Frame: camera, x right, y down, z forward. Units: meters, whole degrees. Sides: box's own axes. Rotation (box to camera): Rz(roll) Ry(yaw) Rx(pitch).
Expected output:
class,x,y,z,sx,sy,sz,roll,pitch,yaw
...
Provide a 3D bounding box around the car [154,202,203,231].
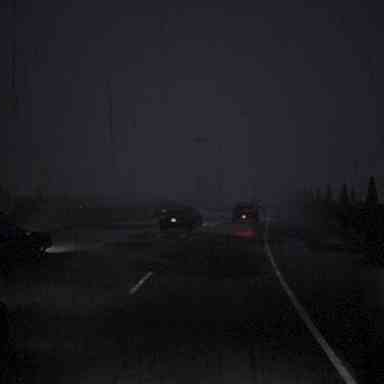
class,x,y,z,sx,sy,sz,roll,pitch,yaw
car,-0.593,1.558,20.644,1.994,1.385,4.181,0,0,13

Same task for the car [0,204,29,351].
class,x,y,z,sx,sy,sz,roll,pitch,yaw
car,-3.290,1.210,1.547,2.150,2.045,5.566,0,0,2

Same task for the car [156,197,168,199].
class,x,y,z,sx,sy,sz,roll,pitch,yaw
car,-4.593,1.559,49.956,1.837,1.490,4.892,0,-1,14

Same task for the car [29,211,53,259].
class,x,y,z,sx,sy,sz,roll,pitch,yaw
car,-6.205,1.523,9.580,2.033,1.411,5.357,0,0,7

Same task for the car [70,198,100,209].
class,x,y,z,sx,sy,sz,roll,pitch,yaw
car,-13.602,1.512,42.559,1.837,1.490,4.892,0,-1,14

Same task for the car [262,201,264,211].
class,x,y,z,sx,sy,sz,roll,pitch,yaw
car,8.049,1.587,42.072,1.812,1.442,4.674,0,0,13

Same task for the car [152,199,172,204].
class,x,y,z,sx,sy,sz,roll,pitch,yaw
car,-1.965,1.571,30.244,1.994,1.385,4.181,0,0,13

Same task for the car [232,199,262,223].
class,x,y,z,sx,sy,sz,roll,pitch,yaw
car,4.252,1.519,26.107,1.837,1.490,4.892,0,0,13

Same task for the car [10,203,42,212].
class,x,y,z,sx,sy,sz,roll,pitch,yaw
car,-13.895,1.536,26.412,1.994,1.385,4.181,0,0,13
